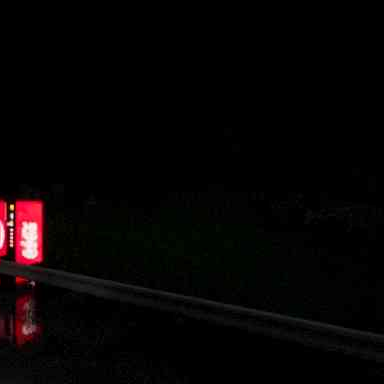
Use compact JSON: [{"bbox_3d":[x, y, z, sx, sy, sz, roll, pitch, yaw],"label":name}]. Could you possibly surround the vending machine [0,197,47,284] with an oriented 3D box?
[{"bbox_3d":[-4.615,1.195,8.824,0.880,2.100,1.100,0,0,33],"label":"vending machine"}]
